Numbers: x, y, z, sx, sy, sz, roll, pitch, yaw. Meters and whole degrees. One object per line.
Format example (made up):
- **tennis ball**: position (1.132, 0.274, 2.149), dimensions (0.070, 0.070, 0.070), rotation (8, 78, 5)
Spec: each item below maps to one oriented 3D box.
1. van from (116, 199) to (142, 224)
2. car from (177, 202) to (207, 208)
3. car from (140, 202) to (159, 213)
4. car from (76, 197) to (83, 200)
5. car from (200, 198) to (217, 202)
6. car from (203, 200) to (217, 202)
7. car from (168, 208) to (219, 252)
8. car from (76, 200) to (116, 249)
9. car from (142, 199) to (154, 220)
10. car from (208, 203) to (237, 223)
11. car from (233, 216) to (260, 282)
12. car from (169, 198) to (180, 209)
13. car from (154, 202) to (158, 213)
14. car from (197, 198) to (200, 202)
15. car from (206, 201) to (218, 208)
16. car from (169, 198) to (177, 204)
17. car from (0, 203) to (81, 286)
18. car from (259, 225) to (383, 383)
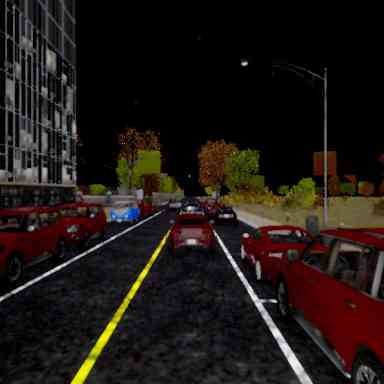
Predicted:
- **van**: position (-5.335, 1.593, 26.469), dimensions (1.690, 1.788, 3.998), rotation (-1, -1, 0)
- **car**: position (-0.008, 1.824, 28.988), dimensions (2.033, 1.411, 5.357), rotation (0, -1, 0)
- **car**: position (-5.410, 1.983, 43.104), dimensions (1.947, 1.339, 4.313), rotation (-1, -1, 0)
- **car**: position (-25.696, 2.009, 71.360), dimensions (5.009, 1.841, 2.192), rotation (0, 0, -1)
- **car**: position (2.667, 1.776, 47.450), dimensions (2.192, 1.841, 5.009), rotation (-1, -1, 0)
- **car**: position (2.559, 1.919, 38.811), dimensions (1.887, 1.381, 4.507), rotation (-1, -1, 0)
- **car**: position (0.000, 1.662, 14.388), dimensions (1.812, 1.442, 4.674), rotation (0, 0, 0)
- **car**: position (-5.332, 1.460, 15.374), dimensions (2.192, 1.841, 5.009), rotation (-1, -1, 0)
- **car**: position (-5.337, 1.622, 32.016), dimensions (2.192, 1.841, 5.009), rotation (-1, -1, 0)
- **car**: position (2.547, 1.819, 26.511), dimensions (1.947, 1.339, 4.313), rotation (-1, -1, 0)
- **car**: position (2.553, 1.638, 9.888), dimensions (1.887, 1.381, 4.507), rotation (-1, -1, 0)
- **car**: position (-2.769, 2.143, 55.628), dimensions (1.895, 1.301, 4.718), rotation (0, -1, 0)
- **car**: position (-5.336, 1.907, 37.562), dimensions (1.887, 1.381, 4.507), rotation (-1, -1, 0)
- **car**: position (2.582, 2.321, 89.381), dimensions (1.967, 1.590, 4.097), rotation (-1, -1, 0)
- **car**: position (2.546, 1.852, 32.052), dimensions (1.887, 1.381, 4.507), rotation (-1, -1, 0)
- **car**: position (-5.355, 2.477, 92.394), dimensions (1.947, 1.339, 4.313), rotation (-1, -1, 0)
- **car**: position (-5.330, 1.408, 9.826), dimensions (2.192, 1.841, 5.009), rotation (-1, -1, 0)
- **car**: position (2.551, 1.357, 4.350), dimensions (2.192, 1.841, 5.009), rotation (-1, -1, 0)
